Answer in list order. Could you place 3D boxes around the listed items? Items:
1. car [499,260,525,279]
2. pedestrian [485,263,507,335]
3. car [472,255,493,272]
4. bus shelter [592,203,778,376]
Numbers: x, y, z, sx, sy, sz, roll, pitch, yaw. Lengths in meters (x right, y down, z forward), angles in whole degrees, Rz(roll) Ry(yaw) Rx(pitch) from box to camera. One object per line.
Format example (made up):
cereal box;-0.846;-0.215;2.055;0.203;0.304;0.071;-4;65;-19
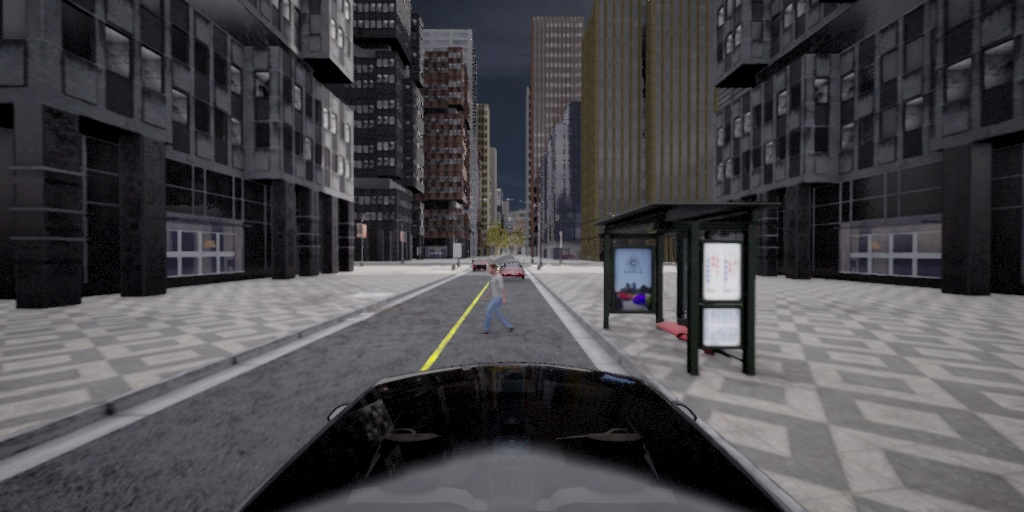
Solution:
car;0.010;1.097;28.763;1.994;1.385;4.181;0;0;0
pedestrian;-0.395;0.987;8.851;0.375;1.860;0.375;0;1;-10
car;-3.159;0.795;39.650;2.097;1.767;4.553;0;1;0
bus shelter;3.119;0.580;7.505;1.920;2.740;3.880;0;0;0
